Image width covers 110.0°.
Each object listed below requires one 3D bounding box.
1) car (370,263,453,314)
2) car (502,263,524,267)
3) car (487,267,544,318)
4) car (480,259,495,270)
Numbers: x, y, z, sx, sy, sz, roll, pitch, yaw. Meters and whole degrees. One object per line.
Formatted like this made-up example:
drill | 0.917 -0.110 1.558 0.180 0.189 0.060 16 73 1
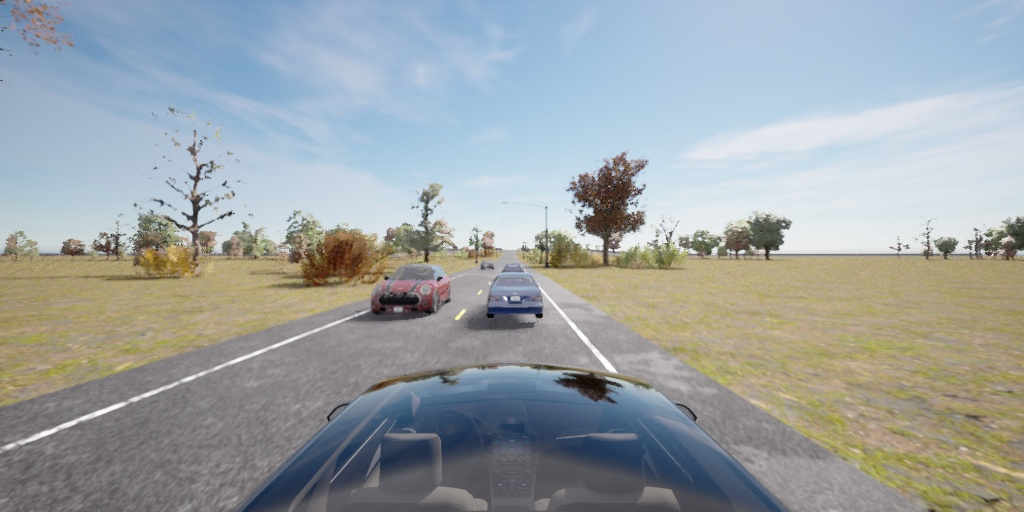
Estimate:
car | -3.602 1.104 13.599 2.097 1.767 4.553 0 0 0
car | 0.095 1.316 31.045 1.994 1.385 4.181 0 0 0
car | 0.096 1.299 13.016 2.033 1.411 5.357 0 0 0
car | -3.582 1.238 52.295 2.128 1.511 4.902 0 0 0
